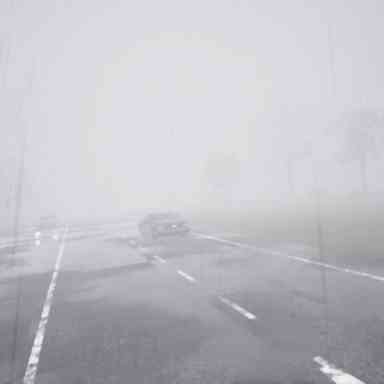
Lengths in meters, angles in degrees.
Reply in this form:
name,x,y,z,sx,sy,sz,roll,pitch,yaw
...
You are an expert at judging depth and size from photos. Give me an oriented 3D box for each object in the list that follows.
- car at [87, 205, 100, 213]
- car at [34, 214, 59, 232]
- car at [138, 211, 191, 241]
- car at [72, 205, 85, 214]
name,x,y,z,sx,sy,sz,roll,pitch,yaw
car,-22.233,3.768,76.025,2.097,1.767,4.553,-5,0,-20
car,-14.085,2.955,32.458,1.837,1.490,4.892,-5,0,-20
car,-1.697,1.806,18.539,2.033,1.411,5.357,-5,0,-20
car,-28.841,4.565,83.300,2.128,1.511,4.902,-5,0,-15
